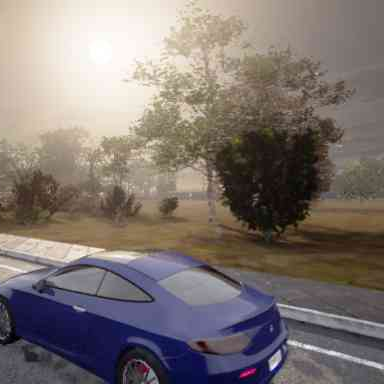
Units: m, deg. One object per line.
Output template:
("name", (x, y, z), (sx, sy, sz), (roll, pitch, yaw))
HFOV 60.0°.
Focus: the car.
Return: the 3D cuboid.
("car", (-1.025, 1.525, 4.720), (4.674, 1.442, 1.812), (0, 0, 36))
